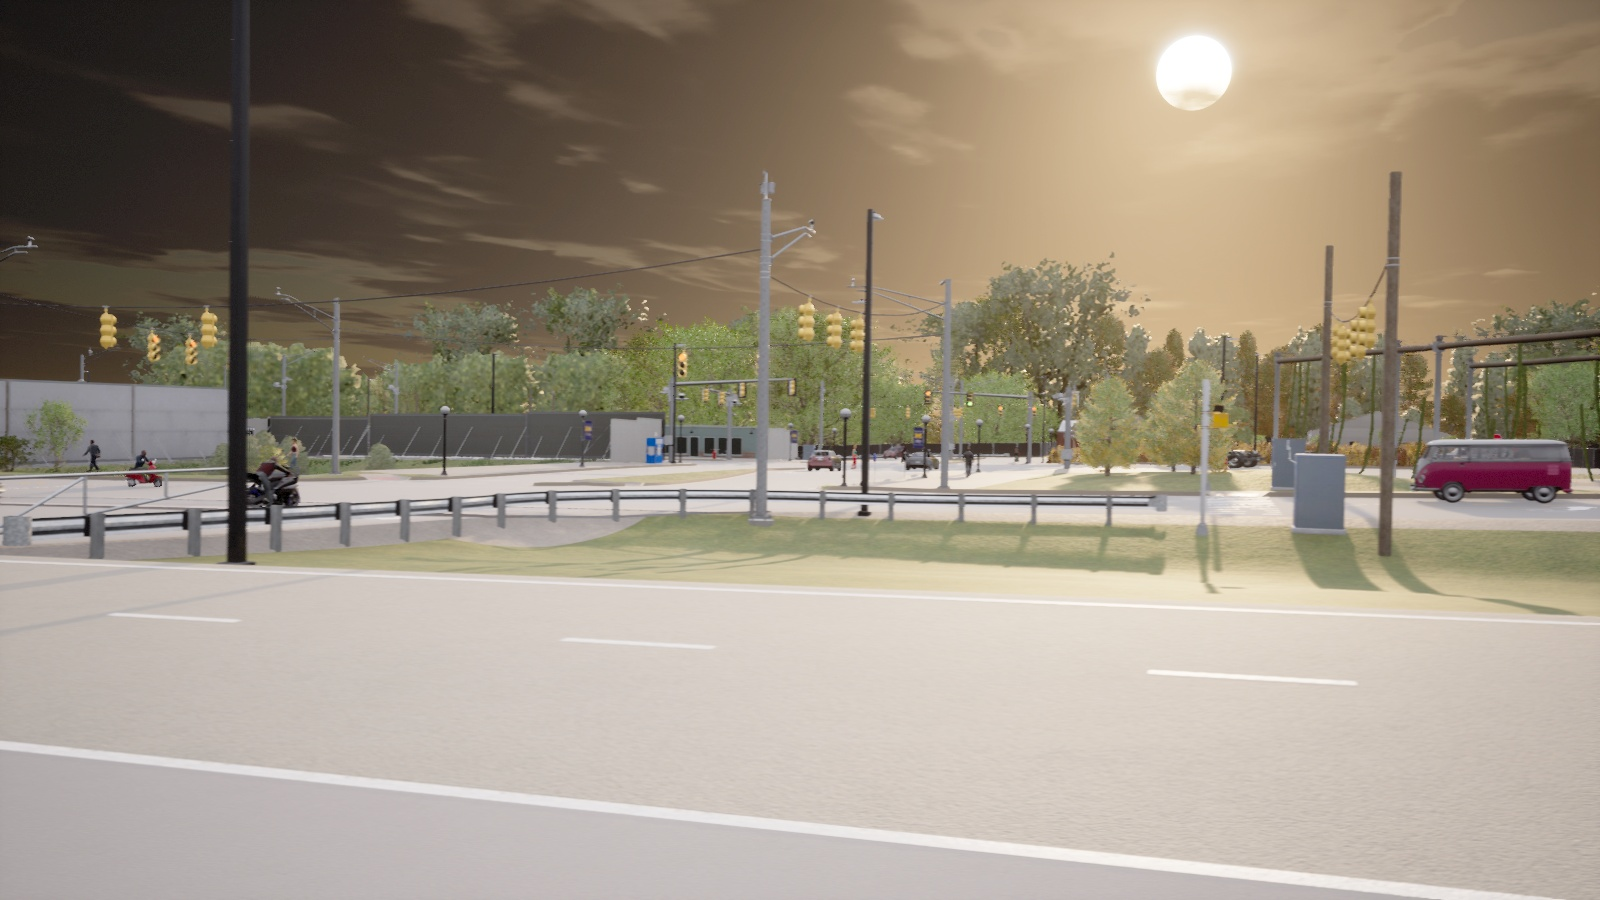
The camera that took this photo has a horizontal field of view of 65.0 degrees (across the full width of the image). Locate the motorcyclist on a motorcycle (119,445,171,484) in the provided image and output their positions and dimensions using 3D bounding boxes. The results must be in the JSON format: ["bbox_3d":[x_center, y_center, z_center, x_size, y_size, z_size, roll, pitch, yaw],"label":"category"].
[{"bbox_3d":[-27.706,0.593,53.102,1.817,1.590,0.866,1,1,13],"label":"motorcyclist on a motorcycle"}]

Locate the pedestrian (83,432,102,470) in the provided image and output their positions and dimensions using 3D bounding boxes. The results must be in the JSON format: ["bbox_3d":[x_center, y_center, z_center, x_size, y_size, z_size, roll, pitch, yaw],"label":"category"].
[{"bbox_3d":[-37.177,0.051,65.959,0.788,1.949,0.423,2,1,18],"label":"pedestrian"}]

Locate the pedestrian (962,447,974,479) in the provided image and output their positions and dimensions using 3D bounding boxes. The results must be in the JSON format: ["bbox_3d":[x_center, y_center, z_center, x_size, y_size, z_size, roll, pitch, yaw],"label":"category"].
[{"bbox_3d":[10.126,0.795,75.868,0.563,1.883,0.849,2,1,14],"label":"pedestrian"}]

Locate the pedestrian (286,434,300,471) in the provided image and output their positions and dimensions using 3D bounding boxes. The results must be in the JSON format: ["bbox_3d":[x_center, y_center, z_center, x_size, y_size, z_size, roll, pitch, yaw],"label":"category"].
[{"bbox_3d":[-25.214,0.143,62.455,0.594,1.836,0.345,1,2,-31],"label":"pedestrian"}]

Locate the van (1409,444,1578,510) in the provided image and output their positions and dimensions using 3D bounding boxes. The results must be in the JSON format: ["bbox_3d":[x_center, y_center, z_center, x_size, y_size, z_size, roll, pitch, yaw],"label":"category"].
[{"bbox_3d":[21.961,0.818,39.962,4.442,1.987,1.775,0,1,18],"label":"van"}]

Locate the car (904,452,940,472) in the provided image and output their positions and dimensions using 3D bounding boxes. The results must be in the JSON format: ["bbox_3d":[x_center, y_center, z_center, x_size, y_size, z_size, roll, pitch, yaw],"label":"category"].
[{"bbox_3d":[9.177,0.898,94.261,1.994,1.385,4.181,1,1,16],"label":"car"}]

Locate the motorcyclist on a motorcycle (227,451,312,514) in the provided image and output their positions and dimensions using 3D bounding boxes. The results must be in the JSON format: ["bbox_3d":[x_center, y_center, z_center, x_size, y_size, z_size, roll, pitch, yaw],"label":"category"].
[{"bbox_3d":[-14.110,0.830,33.469,0.866,1.530,2.191,1,2,16],"label":"motorcyclist on a motorcycle"}]

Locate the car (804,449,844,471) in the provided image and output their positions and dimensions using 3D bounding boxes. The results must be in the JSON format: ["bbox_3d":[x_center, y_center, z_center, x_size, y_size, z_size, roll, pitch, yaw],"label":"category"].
[{"bbox_3d":[1.727,0.726,88.769,1.970,1.475,3.806,1,0,14],"label":"car"}]
